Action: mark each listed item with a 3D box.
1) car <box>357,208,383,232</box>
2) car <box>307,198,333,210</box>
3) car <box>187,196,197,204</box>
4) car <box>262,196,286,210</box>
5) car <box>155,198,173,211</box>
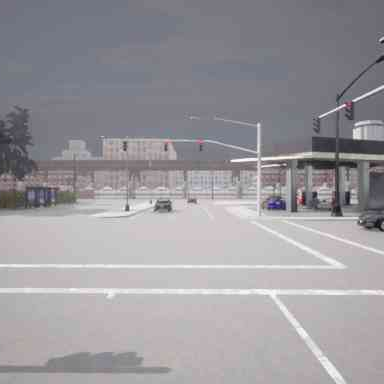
[{"bbox_3d":[12.297,1.505,19.528,4.892,1.490,1.837,0,0,-1],"label":"car"},{"bbox_3d":[15.469,1.456,40.452,1.970,1.475,3.806,0,0,0],"label":"car"},{"bbox_3d":[0.022,1.547,64.370,2.033,1.411,5.357,0,0,0],"label":"car"},{"bbox_3d":[9.724,1.295,39.691,2.242,1.667,4.611,0,0,0],"label":"car"},{"bbox_3d":[-3.389,1.491,40.214,2.128,1.511,4.902,0,0,0],"label":"car"}]
